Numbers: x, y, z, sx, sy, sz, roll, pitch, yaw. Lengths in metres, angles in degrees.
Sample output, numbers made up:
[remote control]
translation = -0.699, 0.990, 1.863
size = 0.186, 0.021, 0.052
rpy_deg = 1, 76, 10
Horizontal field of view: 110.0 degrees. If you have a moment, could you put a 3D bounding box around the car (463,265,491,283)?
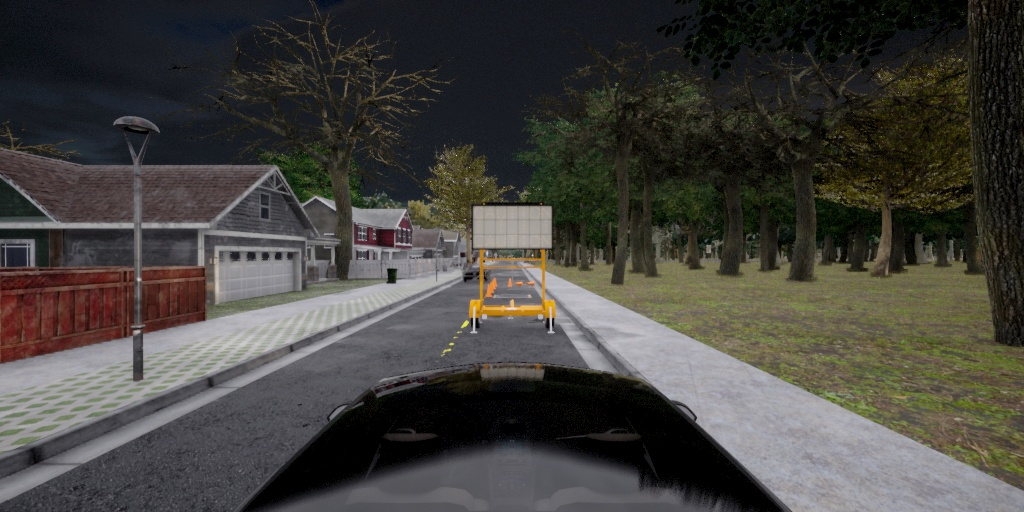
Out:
[car]
translation = -2.708, 1.355, 28.157
size = 1.895, 1.301, 4.718
rpy_deg = 0, 0, 0

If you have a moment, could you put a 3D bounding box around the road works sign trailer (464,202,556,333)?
[road works sign trailer]
translation = 0.015, 0.214, 10.684
size = 2.380, 3.560, 2.880
rpy_deg = 0, 0, 0
